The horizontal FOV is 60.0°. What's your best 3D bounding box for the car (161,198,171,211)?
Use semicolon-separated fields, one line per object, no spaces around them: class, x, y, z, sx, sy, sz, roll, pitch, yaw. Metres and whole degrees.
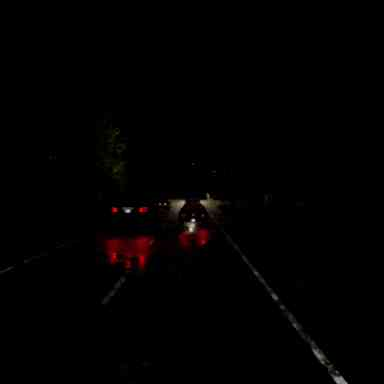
car;-3.427;1.364;37.829;2.033;1.411;5.357;0;0;0

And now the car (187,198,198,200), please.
car;0.074;1.375;38.917;1.994;1.385;4.181;0;0;0

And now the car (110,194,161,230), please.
car;-3.419;1.122;20.406;2.150;2.045;5.566;0;0;0

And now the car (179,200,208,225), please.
car;0.082;1.490;23.227;1.895;1.301;4.718;0;0;0
